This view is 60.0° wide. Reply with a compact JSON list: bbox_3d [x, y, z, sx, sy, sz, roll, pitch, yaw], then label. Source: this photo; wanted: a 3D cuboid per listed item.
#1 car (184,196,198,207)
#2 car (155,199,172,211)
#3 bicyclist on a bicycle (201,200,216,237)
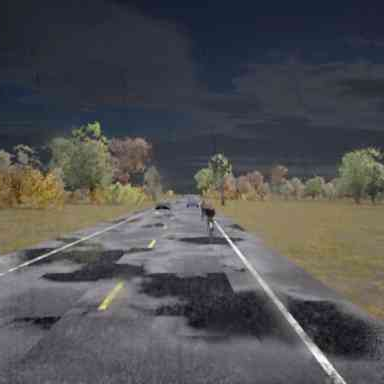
[{"bbox_3d":[0.105,1.667,52.972,2.033,1.411,5.357,0,0,0],"label":"car"},{"bbox_3d":[-3.581,1.644,42.230,2.033,1.411,5.357,0,0,0],"label":"car"},{"bbox_3d":[0.965,1.411,17.271,0.659,1.776,1.843,0,0,0],"label":"bicyclist on a bicycle"}]
